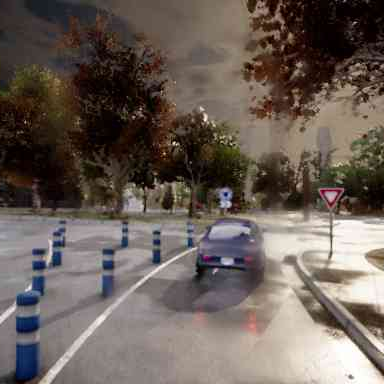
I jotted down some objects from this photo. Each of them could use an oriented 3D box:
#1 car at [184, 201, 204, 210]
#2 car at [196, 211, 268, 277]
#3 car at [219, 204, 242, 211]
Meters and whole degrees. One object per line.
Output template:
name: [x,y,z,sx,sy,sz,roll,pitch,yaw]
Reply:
car: [0.360,3.360,82.963,2.150,2.045,5.566,0,-4,-16]
car: [1.324,1.531,10.304,1.812,1.442,4.674,1,0,12]
car: [7.914,3.187,68.622,5.008,1.535,1.882,0,-1,29]
